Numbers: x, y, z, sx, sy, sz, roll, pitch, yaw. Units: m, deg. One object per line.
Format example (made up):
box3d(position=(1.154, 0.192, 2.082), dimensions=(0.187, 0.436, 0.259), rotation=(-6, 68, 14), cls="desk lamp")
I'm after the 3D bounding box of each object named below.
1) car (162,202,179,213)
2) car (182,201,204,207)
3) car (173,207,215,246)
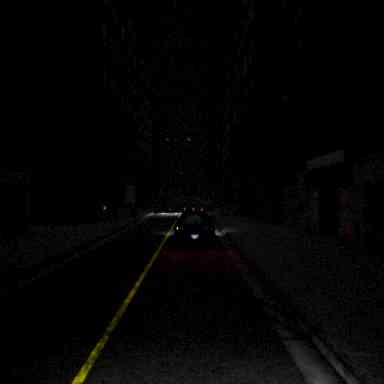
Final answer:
box3d(position=(-2.708, 1.995, 43.195), dimensions=(1.994, 1.385, 4.181), rotation=(0, 0, 0), cls="car")
box3d(position=(0.131, 1.646, 32.588), dimensions=(2.097, 1.767, 4.553), rotation=(0, 0, 0), cls="car")
box3d(position=(0.115, 1.672, 15.994), dimensions=(1.812, 1.442, 4.674), rotation=(0, -1, 0), cls="car")
